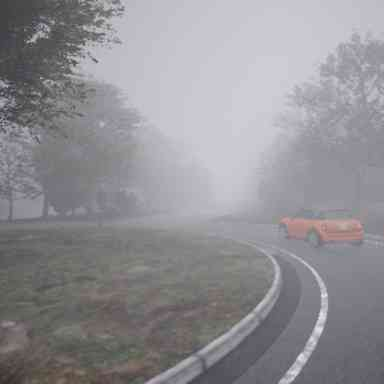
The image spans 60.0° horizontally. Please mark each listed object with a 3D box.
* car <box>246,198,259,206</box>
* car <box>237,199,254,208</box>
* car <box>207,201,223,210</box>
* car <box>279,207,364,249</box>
[{"bbox_3d":[13.674,2.232,75.034,2.128,1.511,4.902,-1,-1,19],"label":"car"},{"bbox_3d":[9.919,2.261,63.814,2.128,1.511,4.902,-1,-1,19],"label":"car"},{"bbox_3d":[4.037,2.340,57.644,1.994,1.385,4.181,-1,-1,19],"label":"car"},{"bbox_3d":[5.808,1.493,15.569,2.097,1.767,4.553,-1,-1,-9],"label":"car"}]
